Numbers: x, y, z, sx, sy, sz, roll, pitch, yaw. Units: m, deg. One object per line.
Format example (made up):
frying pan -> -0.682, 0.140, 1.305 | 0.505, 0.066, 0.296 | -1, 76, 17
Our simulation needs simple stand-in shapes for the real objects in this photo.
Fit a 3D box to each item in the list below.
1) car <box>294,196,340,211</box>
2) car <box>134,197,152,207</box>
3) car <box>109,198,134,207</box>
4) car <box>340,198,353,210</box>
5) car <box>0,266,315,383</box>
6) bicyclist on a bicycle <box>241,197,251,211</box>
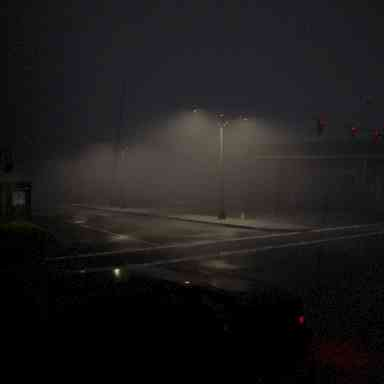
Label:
car -> 13.908, 1.295, 38.118 | 2.242, 1.667, 4.611 | 0, 0, -35
car -> -8.212, 1.547, 52.742 | 2.033, 1.411, 5.357 | 0, 0, -35
car -> -11.077, 1.564, 50.732 | 1.994, 1.385, 4.181 | 0, 0, -35
car -> 18.173, 1.456, 42.041 | 1.970, 1.475, 3.806 | 0, 0, -35
car -> -1.076, 1.547, 3.200 | 5.357, 1.411, 2.033 | 0, 0, -35
bicyclist on a bicycle -> 6.331, 1.430, 39.760 | 1.656, 1.620, 0.582 | -6, -7, -37
